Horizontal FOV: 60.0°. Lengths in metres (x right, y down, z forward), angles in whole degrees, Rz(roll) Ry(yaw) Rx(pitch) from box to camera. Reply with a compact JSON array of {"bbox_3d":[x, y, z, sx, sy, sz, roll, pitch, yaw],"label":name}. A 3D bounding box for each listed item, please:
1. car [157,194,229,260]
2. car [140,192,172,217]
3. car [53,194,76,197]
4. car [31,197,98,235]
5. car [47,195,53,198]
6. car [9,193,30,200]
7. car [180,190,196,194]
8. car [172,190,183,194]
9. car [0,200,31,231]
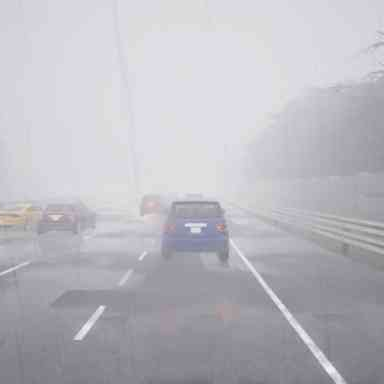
[{"bbox_3d":[0.118,1.228,12.522,2.150,2.045,5.566,0,0,0],"label":"car"},{"bbox_3d":[-3.401,1.171,30.611,2.150,2.045,5.566,0,1,0],"label":"car"},{"bbox_3d":[-20.698,1.026,55.153,1.882,1.535,5.008,0,2,1],"label":"car"},{"bbox_3d":[-6.860,1.358,18.852,2.097,1.767,4.553,0,0,0],"label":"car"},{"bbox_3d":[-24.139,1.062,59.415,1.895,1.301,4.718,0,1,1],"label":"car"},{"bbox_3d":[-31.128,0.966,60.114,2.128,1.511,4.902,0,1,1],"label":"car"},{"bbox_3d":[0.214,1.148,32.774,2.150,2.045,5.566,0,1,0],"label":"car"},{"bbox_3d":[-3.119,0.791,60.486,2.097,1.767,4.553,0,1,1],"label":"car"},{"bbox_3d":[-10.352,1.480,20.611,1.882,1.535,5.008,0,0,0],"label":"car"}]
